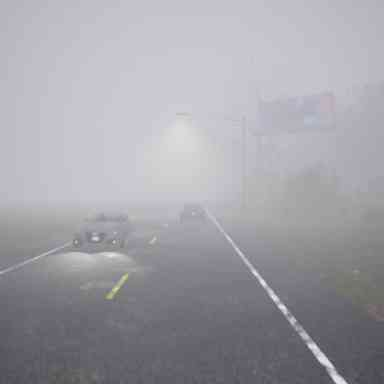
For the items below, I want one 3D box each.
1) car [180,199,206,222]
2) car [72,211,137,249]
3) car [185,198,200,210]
[{"bbox_3d":[0.083,1.513,25.852,1.994,1.385,4.181,0,0,0],"label":"car"},{"bbox_3d":[-3.595,1.535,14.354,1.994,1.385,4.181,0,0,0],"label":"car"},{"bbox_3d":[0.089,1.514,42.858,1.895,1.301,4.718,0,0,0],"label":"car"}]
